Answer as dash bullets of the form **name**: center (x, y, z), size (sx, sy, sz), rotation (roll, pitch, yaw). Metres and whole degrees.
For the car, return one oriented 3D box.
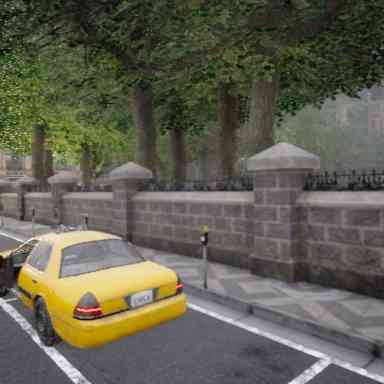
- **car**: center (-2.370, 1.378, 6.300), size (1.801, 1.575, 5.366), rotation (-2, 1, -42)
